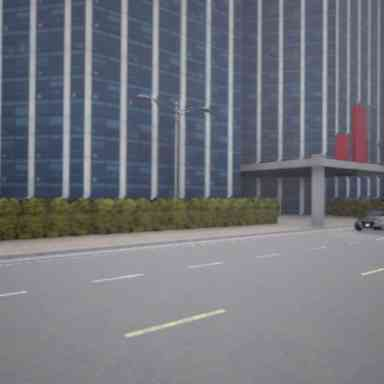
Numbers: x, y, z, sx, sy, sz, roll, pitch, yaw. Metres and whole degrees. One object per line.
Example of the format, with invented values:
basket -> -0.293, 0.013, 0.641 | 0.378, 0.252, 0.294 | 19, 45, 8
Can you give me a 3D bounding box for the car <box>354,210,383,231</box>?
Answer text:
car -> 12.244, 1.839, 21.300 | 4.181, 1.385, 1.994 | 1, -1, -36
